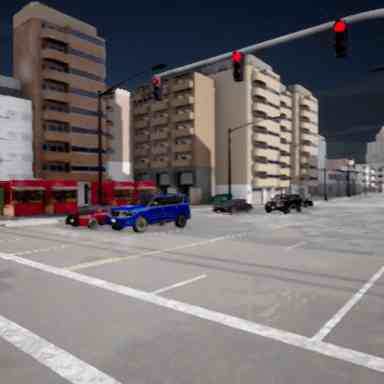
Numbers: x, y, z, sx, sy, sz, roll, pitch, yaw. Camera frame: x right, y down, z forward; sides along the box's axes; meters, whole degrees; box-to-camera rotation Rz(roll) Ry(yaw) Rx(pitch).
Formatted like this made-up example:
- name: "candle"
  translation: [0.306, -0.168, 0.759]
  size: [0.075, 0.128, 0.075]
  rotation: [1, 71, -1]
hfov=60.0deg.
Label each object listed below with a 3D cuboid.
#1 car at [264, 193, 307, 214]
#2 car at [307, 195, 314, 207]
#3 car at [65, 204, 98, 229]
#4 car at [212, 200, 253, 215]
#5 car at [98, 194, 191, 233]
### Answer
- name: "car"
  translation: [9.527, 1.166, 34.337]
  size: [2.150, 2.045, 5.566]
  rotation: [0, 0, 38]
- name: "car"
  translation: [16.018, 1.577, 47.936]
  size: [1.994, 1.385, 4.181]
  rotation: [0, 0, 39]
- name: "car"
  translation: [-5.717, 1.467, 20.869]
  size: [1.994, 1.385, 4.181]
  rotation: [0, 0, 39]
- name: "car"
  translation: [4.180, 1.471, 33.265]
  size: [2.033, 1.411, 5.357]
  rotation: [0, 0, 39]
- name: "car"
  translation: [-2.371, 1.132, 19.445]
  size: [2.150, 2.045, 5.566]
  rotation: [0, 0, 39]
